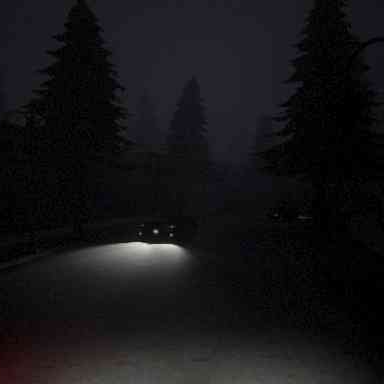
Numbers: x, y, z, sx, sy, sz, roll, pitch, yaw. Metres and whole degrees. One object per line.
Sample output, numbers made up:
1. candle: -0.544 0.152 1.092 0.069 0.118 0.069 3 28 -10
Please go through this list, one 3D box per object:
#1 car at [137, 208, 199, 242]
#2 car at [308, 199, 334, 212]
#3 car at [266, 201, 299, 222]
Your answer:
1. car: -1.032 1.504 16.190 1.994 1.385 4.181 0 0 16
2. car: 14.678 1.465 37.031 2.033 1.411 5.357 0 0 41
3. car: 7.069 1.457 25.906 1.812 1.442 4.674 0 0 27
